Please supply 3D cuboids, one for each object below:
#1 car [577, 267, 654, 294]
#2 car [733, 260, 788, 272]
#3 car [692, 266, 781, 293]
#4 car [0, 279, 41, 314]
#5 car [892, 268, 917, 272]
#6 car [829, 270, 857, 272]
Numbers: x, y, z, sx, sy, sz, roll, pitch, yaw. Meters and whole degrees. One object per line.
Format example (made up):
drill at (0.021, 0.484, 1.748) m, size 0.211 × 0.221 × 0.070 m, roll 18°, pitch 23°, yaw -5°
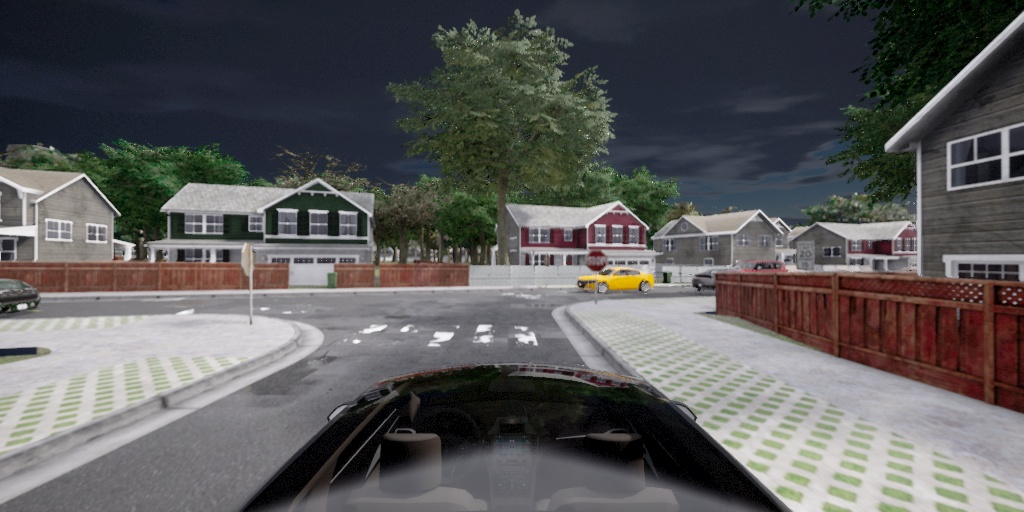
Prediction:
car at (6.339, 1.443, 21.985) m, size 5.008 × 1.535 × 1.882 m, roll 1°, pitch 0°, yaw -21°
car at (17.496, 1.338, 26.107) m, size 5.566 × 2.045 × 2.150 m, roll 1°, pitch 0°, yaw -20°
car at (13.127, 1.526, 21.452) m, size 4.902 × 1.511 × 2.128 m, roll 1°, pitch 0°, yaw -19°
car at (-17.280, 0.955, 10.358) m, size 4.553 × 1.767 × 2.097 m, roll 1°, pitch 0°, yaw -20°
car at (36.836, 1.836, 33.074) m, size 5.008 × 1.535 × 1.882 m, roll 1°, pitch 0°, yaw -20°
car at (27.042, 1.839, 29.553) m, size 4.718 × 1.301 × 1.895 m, roll 1°, pitch 0°, yaw -20°
